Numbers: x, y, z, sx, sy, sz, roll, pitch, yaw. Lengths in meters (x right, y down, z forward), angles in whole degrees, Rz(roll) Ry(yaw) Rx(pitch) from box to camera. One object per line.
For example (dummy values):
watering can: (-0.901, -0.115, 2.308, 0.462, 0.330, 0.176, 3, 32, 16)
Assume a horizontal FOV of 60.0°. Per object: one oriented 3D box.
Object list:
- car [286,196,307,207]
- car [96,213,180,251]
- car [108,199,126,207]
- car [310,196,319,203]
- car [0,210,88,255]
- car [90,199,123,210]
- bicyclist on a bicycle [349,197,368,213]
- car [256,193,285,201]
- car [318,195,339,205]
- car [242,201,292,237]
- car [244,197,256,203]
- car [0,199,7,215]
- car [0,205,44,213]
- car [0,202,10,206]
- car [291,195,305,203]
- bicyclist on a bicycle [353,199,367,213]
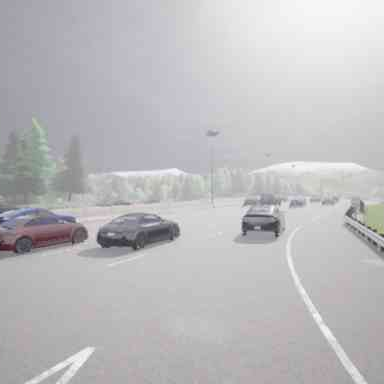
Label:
car: (16.084, 1.501, 50.418, 1.812, 1.442, 4.674, -1, 0, 27)
car: (-2.216, 1.606, 14.667, 1.994, 1.385, 4.181, -1, 0, 27)
car: (-10.480, 1.742, 45.047, 1.882, 1.535, 5.008, -1, 0, 27)
car: (25.886, 1.485, 69.679, 2.033, 1.411, 5.357, -1, 0, 27)
car: (-6.453, 1.658, 14.069, 1.994, 1.385, 4.181, -1, 0, 27)
car: (-12.442, 1.809, 48.890, 1.837, 1.490, 4.892, -1, 0, 27)
bicyclist on a bicycle: (17.526, 1.356, 34.955, 0.582, 1.620, 1.656, 3, -1, -42)
car: (11.768, 1.243, 49.689, 2.150, 2.045, 5.566, -1, -1, 27)
car: (23.503, 1.466, 57.185, 2.033, 1.411, 5.357, -1, 0, 27)
car: (3.978, 1.466, 18.047, 2.128, 1.511, 4.902, -1, 0, 21)
car: (9.821, 1.568, 53.545, 1.837, 1.490, 4.892, -1, 0, 27)
car: (-22.909, 1.722, 36.139, 2.097, 1.767, 4.553, -1, 0, 27)
car: (-8.471, 1.610, 17.812, 1.882, 1.535, 5.008, -1, 0, 27)
car: (-20.267, 1.825, 33.617, 2.128, 1.511, 4.902, -1, 0, 27)
car: (22.774, 1.514, 71.281, 2.128, 1.511, 4.902, -1, 0, 27)
bicyclist on a bicycle: (17.073, 1.360, 34.072, 1.656, 1.620, 0.582, 1, 1, 20)
